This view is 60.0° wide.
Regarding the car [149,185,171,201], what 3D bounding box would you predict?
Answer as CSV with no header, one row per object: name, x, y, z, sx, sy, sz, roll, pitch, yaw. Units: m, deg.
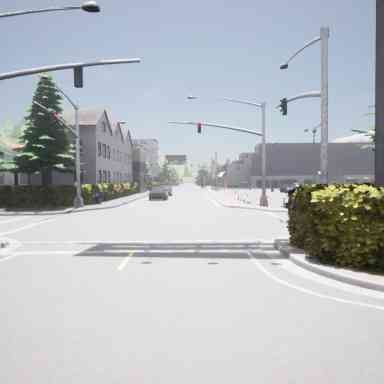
car,-3.819,0.131,38.339,1.882,1.535,5.008,-1,2,0

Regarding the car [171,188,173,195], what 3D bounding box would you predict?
car,-3.863,-0.205,48.470,2.128,1.511,4.902,-1,2,0

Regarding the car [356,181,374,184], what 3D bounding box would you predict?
car,18.925,-0.181,34.281,1.905,1.878,3.866,-1,2,-1

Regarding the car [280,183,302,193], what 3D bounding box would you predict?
car,15.130,-0.536,52.129,2.007,1.523,4.514,-1,2,-1

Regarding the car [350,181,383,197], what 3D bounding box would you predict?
car,22.149,-0.468,42.170,1.932,1.855,4.605,-1,2,-1

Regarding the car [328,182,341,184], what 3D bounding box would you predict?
car,25.149,-1.045,59.569,2.152,1.636,5.027,-1,2,-1
